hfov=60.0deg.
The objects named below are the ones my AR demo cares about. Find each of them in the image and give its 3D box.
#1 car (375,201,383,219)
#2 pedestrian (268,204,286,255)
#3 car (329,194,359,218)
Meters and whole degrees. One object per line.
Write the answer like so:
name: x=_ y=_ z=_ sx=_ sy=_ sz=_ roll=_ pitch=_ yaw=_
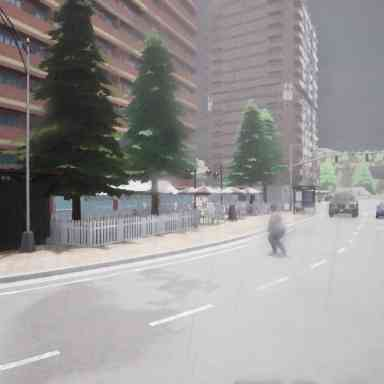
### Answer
car: x=16.776 y=1.526 z=28.392 sx=1.812 sy=1.442 sz=4.674 roll=0 pitch=0 yaw=30
pedestrian: x=2.989 y=1.294 z=11.804 sx=0.375 sy=1.860 sz=0.375 roll=0 pitch=0 yaw=38
car: x=14.069 y=1.211 z=30.698 sx=2.150 sy=2.045 sz=5.566 roll=0 pitch=0 yaw=30
